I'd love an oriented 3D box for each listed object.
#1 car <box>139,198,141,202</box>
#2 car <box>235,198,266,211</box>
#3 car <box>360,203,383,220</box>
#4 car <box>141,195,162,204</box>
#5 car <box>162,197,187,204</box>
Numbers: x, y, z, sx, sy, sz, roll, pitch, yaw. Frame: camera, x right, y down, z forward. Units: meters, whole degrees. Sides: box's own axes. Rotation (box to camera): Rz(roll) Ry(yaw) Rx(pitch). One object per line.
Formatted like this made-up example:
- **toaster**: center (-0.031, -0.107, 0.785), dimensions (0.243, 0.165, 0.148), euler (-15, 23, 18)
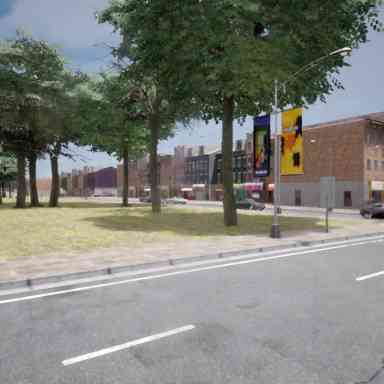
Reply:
- **car**: center (-8.733, 1.401, 66.638), dimensions (2.033, 1.411, 5.357), euler (1, 0, -35)
- **car**: center (6.698, 1.500, 40.064), dimensions (1.837, 1.490, 4.892), euler (1, 0, -35)
- **car**: center (15.817, 1.634, 26.298), dimensions (2.128, 1.511, 4.902), euler (0, 0, -27)
- **car**: center (-6.680, 1.363, 58.990), dimensions (1.837, 1.490, 4.892), euler (1, -1, -35)
- **car**: center (-2.863, 1.488, 58.485), dimensions (1.895, 1.301, 4.718), euler (1, 0, -35)
